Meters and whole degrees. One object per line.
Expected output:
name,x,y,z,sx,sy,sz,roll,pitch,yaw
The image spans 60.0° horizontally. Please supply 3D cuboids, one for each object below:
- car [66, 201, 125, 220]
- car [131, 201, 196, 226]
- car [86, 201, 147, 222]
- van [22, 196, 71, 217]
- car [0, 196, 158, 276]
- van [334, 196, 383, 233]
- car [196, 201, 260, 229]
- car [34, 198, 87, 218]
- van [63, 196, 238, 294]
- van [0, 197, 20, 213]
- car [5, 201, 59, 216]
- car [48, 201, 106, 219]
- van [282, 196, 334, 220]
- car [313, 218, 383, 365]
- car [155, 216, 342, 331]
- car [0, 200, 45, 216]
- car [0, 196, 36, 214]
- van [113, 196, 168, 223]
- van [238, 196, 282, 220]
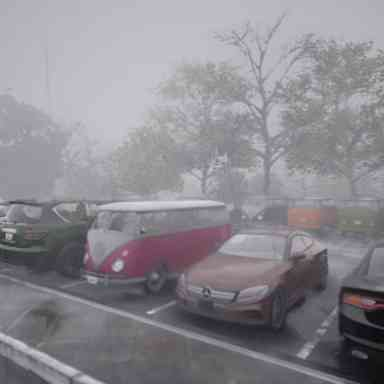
car,-8.712,1.626,30.555,2.097,1.535,5.008,-1,0,36
car,-2.058,1.522,25.571,1.946,1.575,5.366,-1,0,36
car,-6.460,1.594,28.942,2.231,1.521,4.892,-1,0,36
van,-15.400,1.501,35.494,1.878,1.987,4.442,-1,0,36
car,-2.931,1.192,10.371,2.435,2.045,5.566,0,0,36
van,9.260,1.238,17.838,1.878,1.987,4.442,0,0,36
car,2.555,1.458,22.501,2.097,1.535,5.008,-1,0,36
car,-13.233,1.568,33.760,2.185,1.767,4.553,-1,0,36
van,-0.758,1.228,8.637,1.878,1.987,4.442,0,0,36
van,-24.505,1.662,42.013,1.878,1.987,4.442,-1,-1,36
car,-17.722,1.762,37.005,2.231,1.521,4.892,-1,0,36
car,-11.066,1.661,32.241,2.097,1.535,5.008,-1,0,36
van,7.109,1.227,19.377,1.878,1.987,4.442,0,0,36
car,3.820,1.475,5.496,2.097,1.535,5.008,0,0,36
car,1.568,1.505,7.118,2.002,1.452,4.674,0,0,36
car,-20.076,1.793,38.470,1.946,1.575,5.366,-1,-1,36
car,-22.206,1.585,40.257,2.435,2.045,5.566,-1,-1,36
van,-4.138,1.333,27.431,1.878,1.987,4.442,-1,0,36
van,4.613,1.216,20.878,1.878,1.987,4.442,0,0,36
